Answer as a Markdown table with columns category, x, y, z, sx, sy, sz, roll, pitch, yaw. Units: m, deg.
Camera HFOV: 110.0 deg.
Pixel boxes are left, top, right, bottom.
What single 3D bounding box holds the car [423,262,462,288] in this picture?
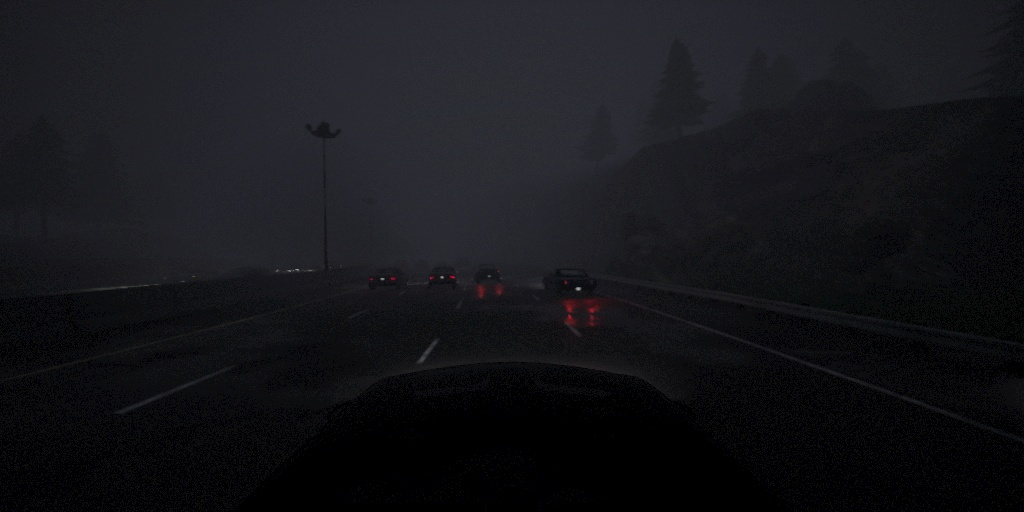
| category | x | y | z | sx | sy | sz | roll | pitch | yaw |
| --- | --- | --- | --- | --- | --- | --- | --- | --- | --- |
| car | -4.706 | 1.378 | 24.547 | 2.033 | 1.411 | 5.357 | -1 | 0 | -9 |

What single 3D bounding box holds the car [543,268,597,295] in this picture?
| category | x | y | z | sx | sy | sz | roll | pitch | yaw |
| --- | --- | --- | --- | --- | --- | --- | --- | --- | --- |
| car | 2.956 | 1.308 | 19.503 | 1.895 | 1.301 | 4.718 | -1 | 0 | -6 |

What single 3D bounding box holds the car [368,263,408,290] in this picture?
| category | x | y | z | sx | sy | sz | roll | pitch | yaw |
| --- | --- | --- | --- | --- | --- | --- | --- | --- | --- |
| car | -8.106 | 1.432 | 23.769 | 2.033 | 1.411 | 5.357 | -1 | 0 | -9 |

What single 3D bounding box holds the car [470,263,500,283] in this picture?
| category | x | y | z | sx | sy | sz | roll | pitch | yaw |
| --- | --- | --- | --- | --- | --- | --- | --- | --- | --- |
| car | -2.069 | 1.315 | 28.687 | 1.812 | 1.442 | 4.674 | -1 | 0 | -10 |

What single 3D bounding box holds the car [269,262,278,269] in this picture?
| category | x | y | z | sx | sy | sz | roll | pitch | yaw |
| --- | --- | --- | --- | --- | --- | --- | --- | --- | --- |
| car | -24.688 | 1.643 | 33.946 | 2.128 | 1.511 | 4.902 | -1 | 0 | -13 |

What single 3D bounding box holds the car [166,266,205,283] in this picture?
| category | x | y | z | sx | sy | sz | roll | pitch | yaw |
| --- | --- | --- | --- | --- | --- | --- | --- | --- | --- |
| car | -27.790 | 1.801 | 31.944 | 1.895 | 1.301 | 4.718 | -1 | 0 | -12 |

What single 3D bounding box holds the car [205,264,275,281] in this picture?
| category | x | y | z | sx | sy | sz | roll | pitch | yaw |
| --- | --- | --- | --- | --- | --- | --- | --- | --- | --- |
| car | -19.596 | 1.594 | 26.147 | 1.812 | 1.442 | 4.674 | -1 | 0 | -9 |

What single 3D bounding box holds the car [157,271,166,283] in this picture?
| category | x | y | z | sx | sy | sz | roll | pitch | yaw |
| --- | --- | --- | --- | --- | --- | --- | --- | --- | --- |
| car | -32.128 | 1.762 | 34.966 | 2.128 | 1.511 | 4.902 | -1 | 0 | -14 |
